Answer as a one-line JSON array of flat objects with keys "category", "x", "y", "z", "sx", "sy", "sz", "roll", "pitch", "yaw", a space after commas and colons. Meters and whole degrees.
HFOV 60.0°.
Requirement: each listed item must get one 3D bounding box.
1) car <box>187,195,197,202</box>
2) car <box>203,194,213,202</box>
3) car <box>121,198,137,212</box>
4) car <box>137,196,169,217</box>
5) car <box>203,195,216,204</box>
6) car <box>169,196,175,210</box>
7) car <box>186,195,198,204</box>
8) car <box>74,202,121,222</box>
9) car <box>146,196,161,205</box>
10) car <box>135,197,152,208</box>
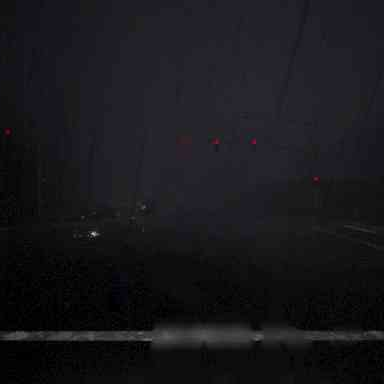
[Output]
[{"category": "car", "x": 0.005, "y": 1.412, "z": 73.837, "sx": 1.994, "sy": 1.385, "sz": 4.181, "roll": 0, "pitch": 0, "yaw": 0}, {"category": "car", "x": 3.508, "y": 1.354, "z": 74.416, "sx": 2.097, "sy": 1.767, "sz": 4.553, "roll": 0, "pitch": 0, "yaw": 0}, {"category": "car", "x": -7.095, "y": 1.477, "z": 38.193, "sx": 1.882, "sy": 1.535, "sz": 5.008, "roll": 0, "pitch": 0, "yaw": 0}, {"category": "car", "x": -3.518, "y": 1.352, "z": 30.916, "sx": 2.097, "sy": 1.767, "sz": 4.553, "roll": 0, "pitch": 0, "yaw": -2}, {"category": "car", "x": 3.610, "y": 1.546, "z": 64.194, "sx": 2.033, "sy": 1.411, "sz": 5.357, "roll": 0, "pitch": 0, "yaw": 0}, {"category": "car", "x": -3.596, "y": 1.564, "z": 42.498, "sx": 1.994, "sy": 1.385, "sz": 4.181, "roll": 0, "pitch": 0, "yaw": 0}, {"category": "car", "x": 0.005, "y": 1.504, "z": 63.727, "sx": 1.837, "sy": 1.490, "sz": 4.892, "roll": 0, "pitch": 0, "yaw": 0}, {"category": "car", "x": -7.684, "y": 1.538, "z": 26.797, "sx": 1.812, "sy": 1.442, "sz": 4.674, "roll": 0, "pitch": 0, "yaw": 9}, {"category": "car", "x": -7.062, "y": 1.492, "z": 61.196, "sx": 2.128, "sy": 1.511, "sz": 4.902, "roll": 0, "pitch": 0, "yaw": 0}, {"category": "car", "x": -7.090, "y": 1.505, "z": 49.279, "sx": 1.837, "sy": 1.490, "sz": 4.892, "roll": 0, "pitch": 0, "yaw": 0}]
